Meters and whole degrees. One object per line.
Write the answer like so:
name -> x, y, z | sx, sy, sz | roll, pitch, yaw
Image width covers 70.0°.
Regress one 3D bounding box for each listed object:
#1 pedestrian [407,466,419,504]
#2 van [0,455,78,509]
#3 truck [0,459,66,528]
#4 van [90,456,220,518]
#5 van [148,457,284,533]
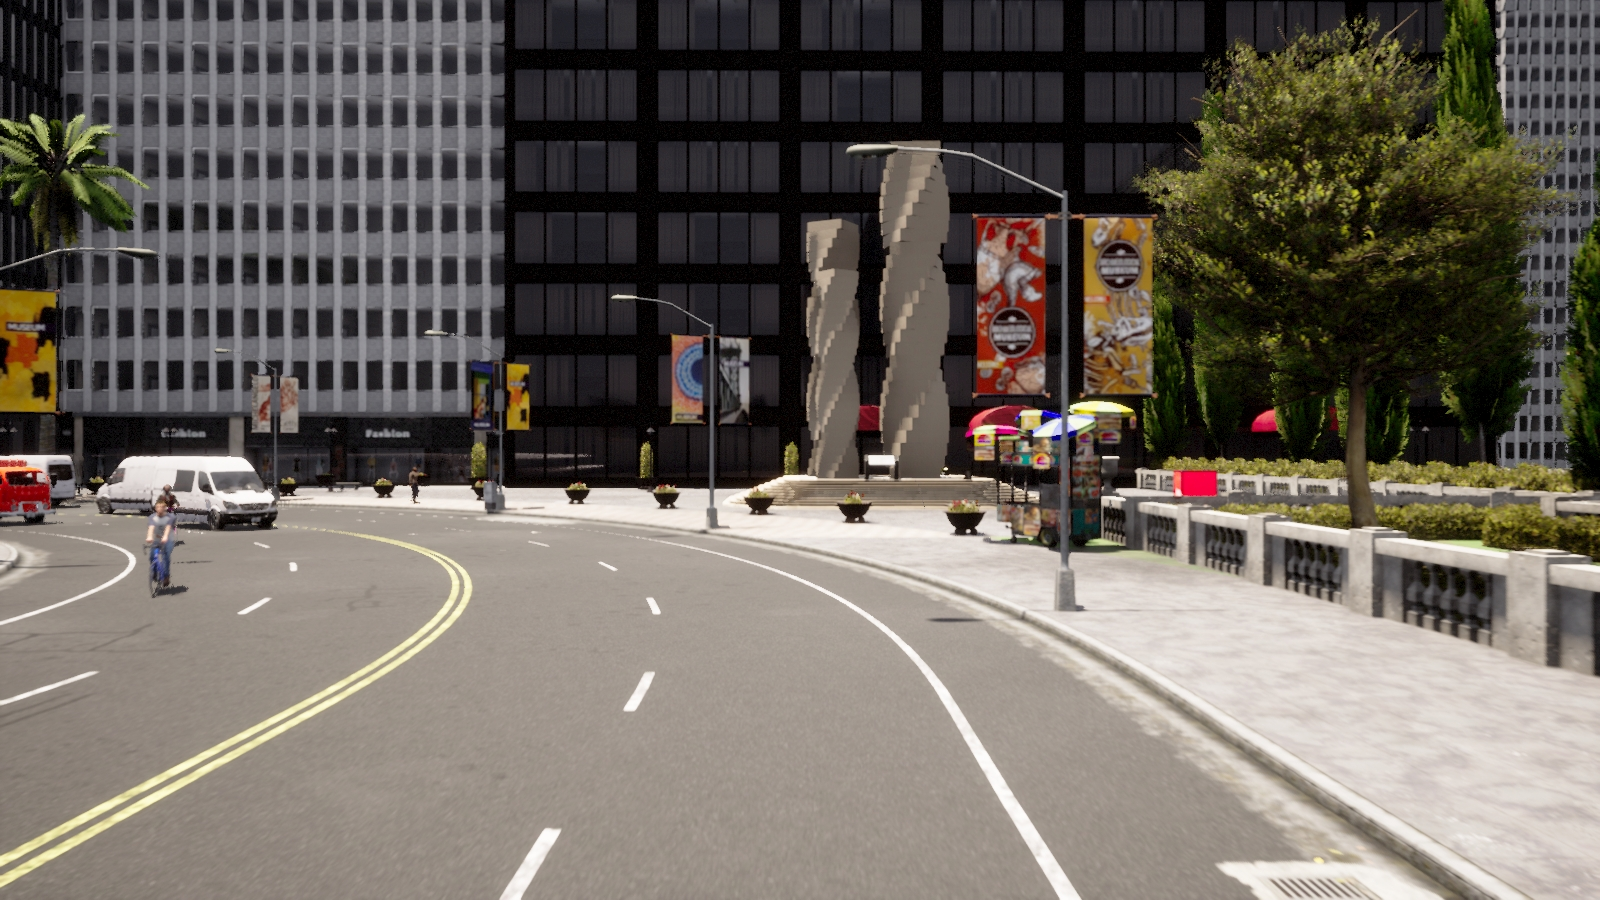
pedestrian -> -18.992, 1.697, 56.066 | 0.375, 1.860, 0.375 | 0, 0, 17
van -> -38.921, 1.535, 56.198 | 5.915, 2.561, 1.988 | 0, 0, 9
truck -> -30.805, 1.570, 43.223 | 5.204, 2.467, 2.627 | 0, 0, 23
van -> -27.990, 1.535, 49.531 | 5.915, 2.561, 1.988 | 0, 0, 27
van -> -21.168, 1.535, 41.290 | 5.915, 2.561, 1.988 | 0, 0, 37
